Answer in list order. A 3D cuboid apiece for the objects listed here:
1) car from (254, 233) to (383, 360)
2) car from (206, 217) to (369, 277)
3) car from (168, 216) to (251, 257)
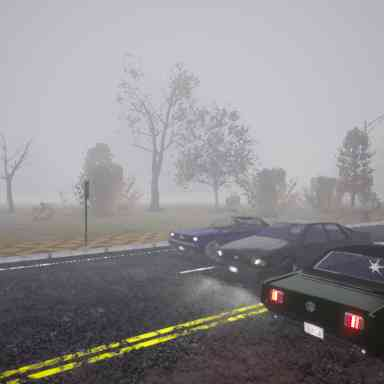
[{"bbox_3d":[3.494,1.600,5.795,4.718,1.301,1.895,0,0,-35],"label":"car"},{"bbox_3d":[3.247,1.546,9.800,5.357,1.411,2.033,0,0,-34],"label":"car"},{"bbox_3d":[1.488,1.599,12.523,4.718,1.301,1.895,0,0,-34],"label":"car"}]
